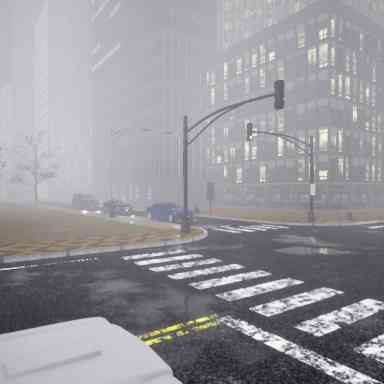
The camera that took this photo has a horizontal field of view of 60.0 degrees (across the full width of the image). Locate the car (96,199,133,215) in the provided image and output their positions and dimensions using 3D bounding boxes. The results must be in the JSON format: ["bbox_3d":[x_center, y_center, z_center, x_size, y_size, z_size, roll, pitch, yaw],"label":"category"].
[{"bbox_3d":[-7.744,1.497,34.268,2.128,1.511,4.902,0,0,-35],"label":"car"}]

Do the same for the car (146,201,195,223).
[{"bbox_3d":[-1.767,1.484,25.807,1.882,1.535,5.008,0,0,-36],"label":"car"}]

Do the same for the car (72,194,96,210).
[{"bbox_3d":[-13.832,1.227,42.908,2.150,2.045,5.566,0,0,-35],"label":"car"}]

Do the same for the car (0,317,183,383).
[{"bbox_3d":[-2.256,1.601,1.834,4.718,1.301,1.895,0,0,-36],"label":"car"}]
